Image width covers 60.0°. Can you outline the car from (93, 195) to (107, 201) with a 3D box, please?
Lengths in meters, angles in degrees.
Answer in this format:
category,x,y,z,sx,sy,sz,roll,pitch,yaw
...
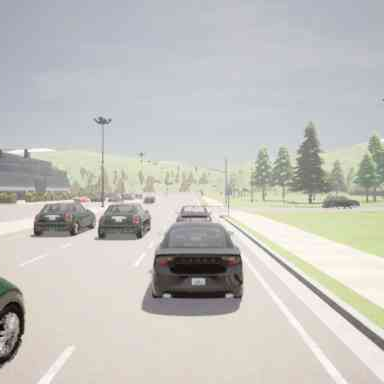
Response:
category,x,y,z,sx,sy,sz,roll,pitch,yaw
car,-23.131,1.443,84.085,2.128,1.511,4.902,0,0,0

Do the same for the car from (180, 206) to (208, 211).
category,x,y,z,sx,sy,sz,roll,pitch,yaw
car,0.100,1.474,17.916,2.128,1.511,4.902,0,0,0

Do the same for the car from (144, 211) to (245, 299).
category,x,y,z,sx,sy,sz,roll,pitch,yaw
car,0.114,1.469,8.498,1.882,1.535,5.008,0,0,0

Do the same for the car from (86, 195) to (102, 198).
category,x,y,z,sx,sy,sz,roll,pitch,yaw
car,-19.658,1.528,68.848,1.895,1.301,4.718,0,0,0

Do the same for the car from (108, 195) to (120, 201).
category,x,y,z,sx,sy,sz,roll,pitch,yaw
car,-19.631,1.470,84.113,1.994,1.385,4.181,0,0,0

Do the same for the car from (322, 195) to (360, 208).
category,x,y,z,sx,sy,sz,roll,pitch,yaw
car,20.270,1.307,45.232,4.553,1.767,2.097,0,0,1

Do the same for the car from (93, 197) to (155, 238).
category,x,y,z,sx,sy,sz,roll,pitch,yaw
car,-3.411,1.335,17.572,2.097,1.767,4.553,0,0,0

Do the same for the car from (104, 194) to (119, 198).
category,x,y,z,sx,sy,sz,roll,pitch,yaw
car,-16.158,1.457,68.900,1.812,1.442,4.674,0,0,0

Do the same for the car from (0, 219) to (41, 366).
category,x,y,z,sx,sy,sz,roll,pitch,yaw
car,-3.386,1.350,2.921,2.097,1.767,4.553,0,0,-2

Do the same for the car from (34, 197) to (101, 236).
category,x,y,z,sx,sy,sz,roll,pitch,yaw
car,-6.915,1.334,18.553,2.097,1.767,4.553,0,0,0

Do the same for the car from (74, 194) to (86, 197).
category,x,y,z,sx,sy,sz,roll,pitch,yaw
car,-23.158,1.288,68.871,2.097,1.767,4.553,0,0,0

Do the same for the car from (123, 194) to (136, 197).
category,x,y,z,sx,sy,sz,roll,pitch,yaw
car,-16.131,1.417,84.128,1.837,1.490,4.892,0,0,0

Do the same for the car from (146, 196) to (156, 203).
category,x,y,z,sx,sy,sz,roll,pitch,yaw
car,-8.051,1.428,64.490,2.128,1.511,4.902,0,0,0
